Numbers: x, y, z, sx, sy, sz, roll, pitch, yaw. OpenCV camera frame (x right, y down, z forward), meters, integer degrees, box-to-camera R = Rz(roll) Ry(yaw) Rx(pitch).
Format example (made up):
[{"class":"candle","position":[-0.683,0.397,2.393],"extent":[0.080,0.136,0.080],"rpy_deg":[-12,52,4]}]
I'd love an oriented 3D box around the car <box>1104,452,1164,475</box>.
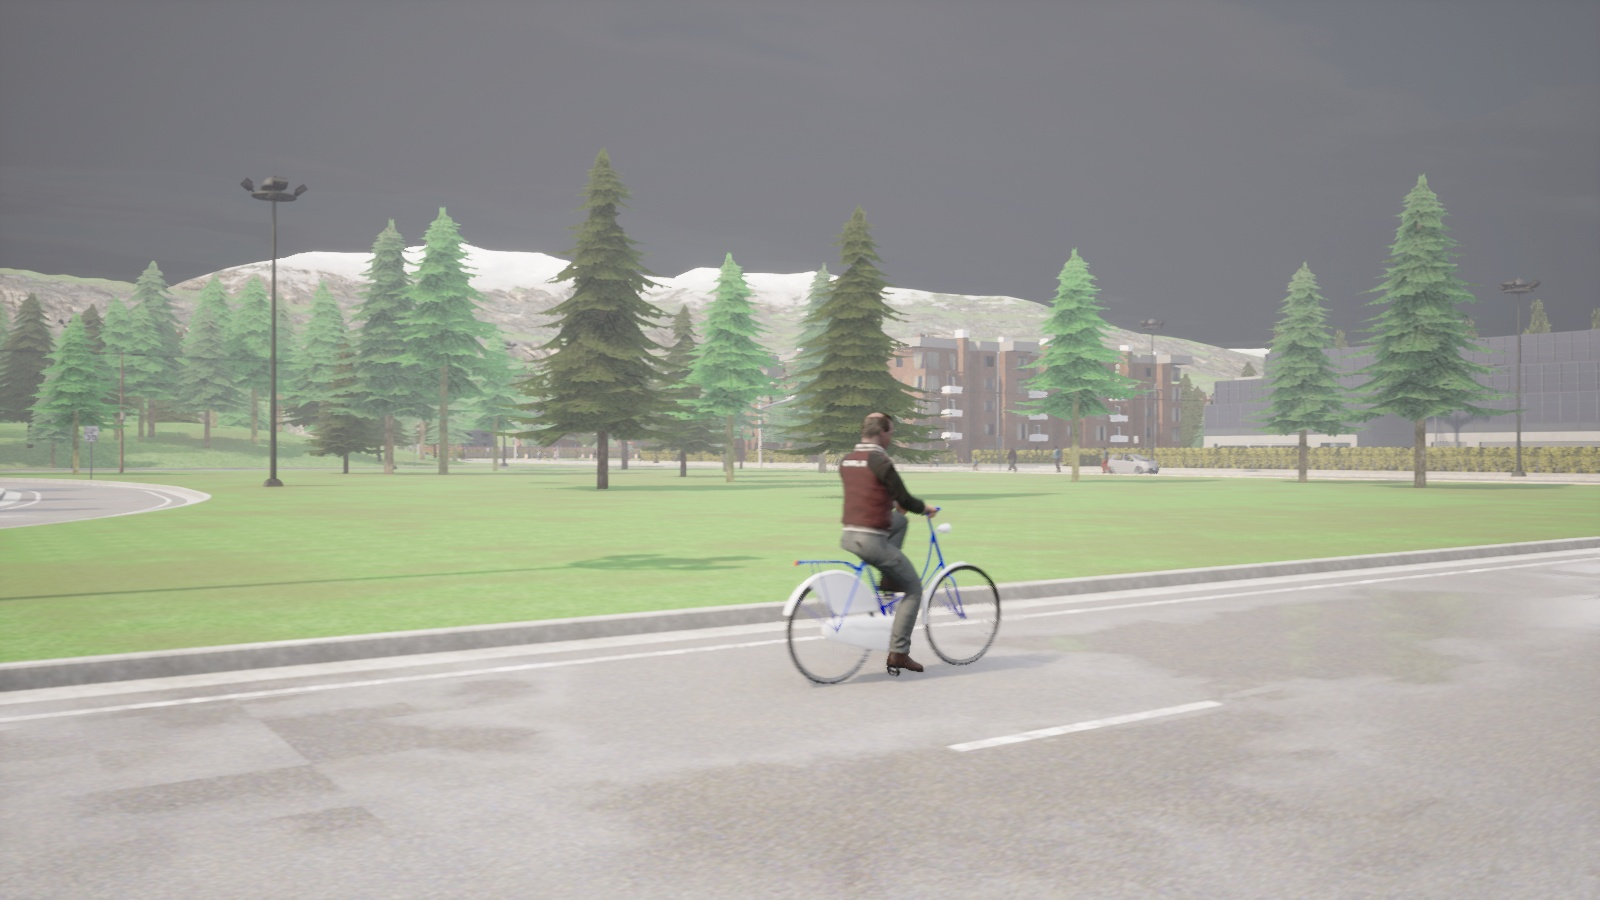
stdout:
[{"class":"car","position":[22.826,0.920,85.850],"extent":[1.845,1.501,3.633],"rpy_deg":[0,0,-35]}]

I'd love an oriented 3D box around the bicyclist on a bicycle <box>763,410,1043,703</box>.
[{"class":"bicyclist on a bicycle","position":[0.721,0.633,8.425],"extent":[1.843,1.776,0.659],"rpy_deg":[-2,1,-35]}]

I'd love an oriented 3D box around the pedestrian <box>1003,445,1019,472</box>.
[{"class":"pedestrian","position":[14.669,0.566,87.118],"extent":[0.634,1.844,0.899],"rpy_deg":[0,0,-39]}]
